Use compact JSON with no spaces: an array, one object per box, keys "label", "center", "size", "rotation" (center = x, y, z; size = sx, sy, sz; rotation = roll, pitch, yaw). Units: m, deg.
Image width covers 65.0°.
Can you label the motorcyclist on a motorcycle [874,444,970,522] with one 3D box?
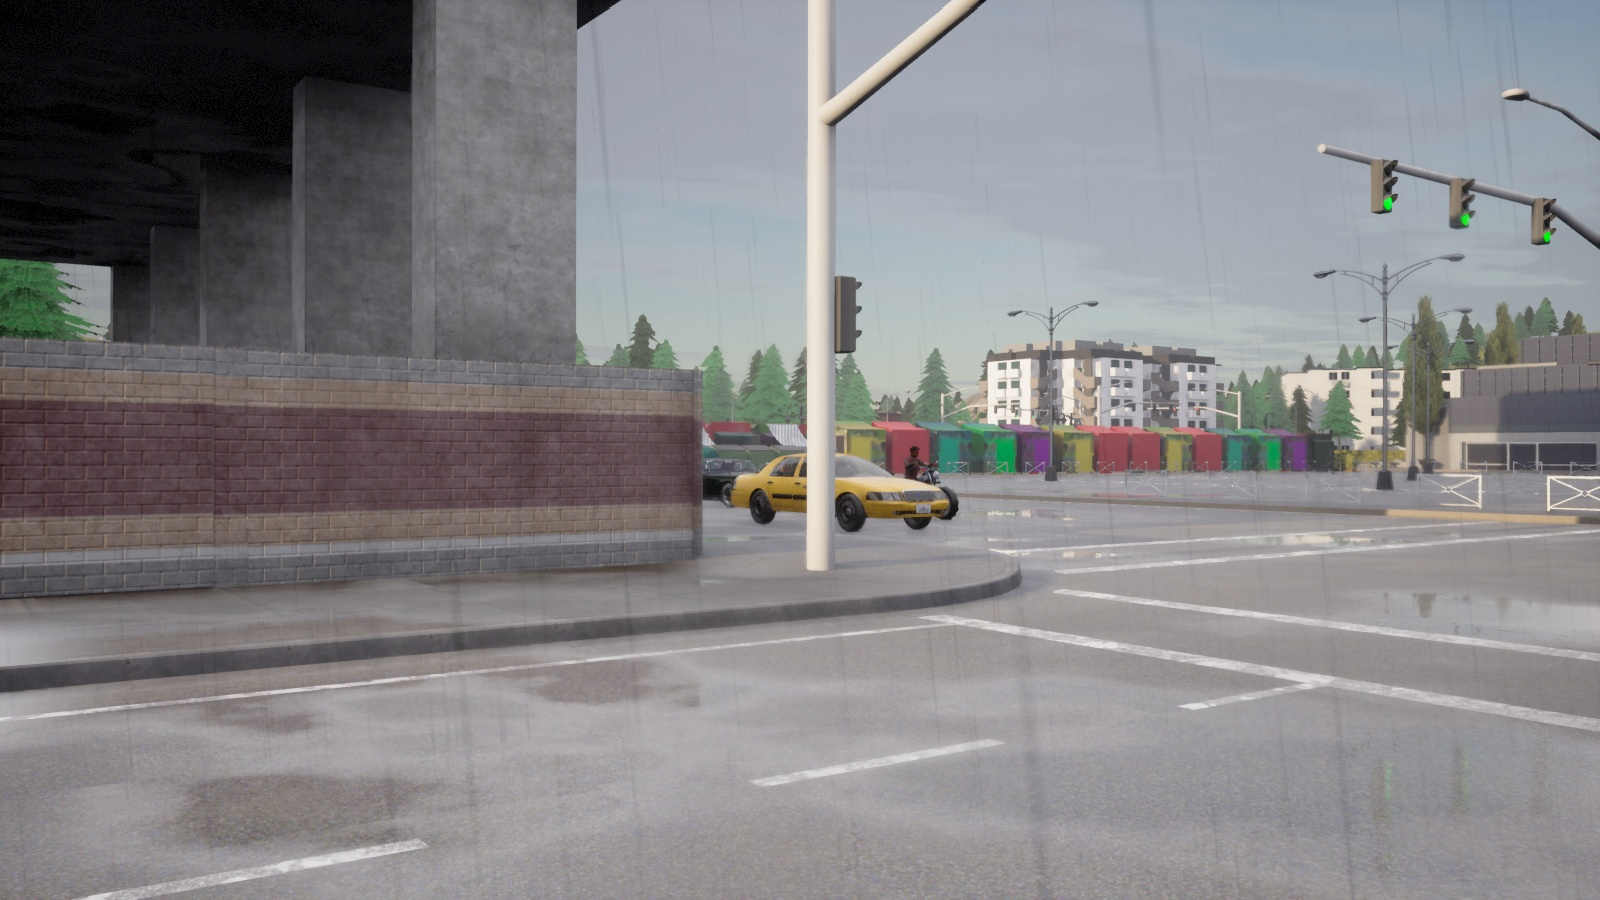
[{"label":"motorcyclist on a motorcycle","center":[2.673,0.702,27.821],"size":[0.766,1.649,2.350],"rotation":[0,0,-35]}]

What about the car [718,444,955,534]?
[{"label":"car","center":[0.561,0.688,24.736],"size":[1.801,1.575,5.366],"rotation":[0,0,-35]}]

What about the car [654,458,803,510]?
[{"label":"car","center":[-2.041,0.879,34.541],"size":[1.895,1.301,4.718],"rotation":[0,0,-35]}]
